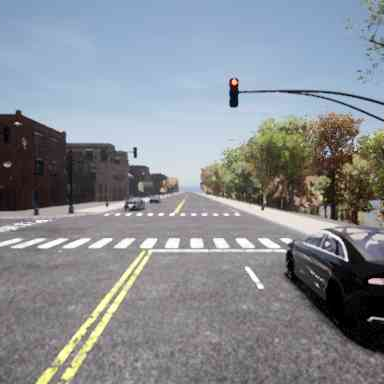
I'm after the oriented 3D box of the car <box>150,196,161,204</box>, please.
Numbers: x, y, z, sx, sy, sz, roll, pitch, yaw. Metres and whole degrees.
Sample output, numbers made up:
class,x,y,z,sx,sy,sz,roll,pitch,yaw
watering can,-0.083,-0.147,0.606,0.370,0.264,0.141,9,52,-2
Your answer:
class,x,y,z,sx,sy,sz,roll,pitch,yaw
car,-6.729,1.356,61.200,2.033,1.411,5.357,0,0,0

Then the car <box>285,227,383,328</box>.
class,x,y,z,sx,sy,sz,roll,pitch,yaw
car,3.327,1.469,6.896,2.128,1.511,4.902,0,0,2

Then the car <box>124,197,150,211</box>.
class,x,y,z,sx,sy,sz,roll,pitch,yaw
car,-6.685,1.366,39.089,2.128,1.511,4.902,0,0,2
